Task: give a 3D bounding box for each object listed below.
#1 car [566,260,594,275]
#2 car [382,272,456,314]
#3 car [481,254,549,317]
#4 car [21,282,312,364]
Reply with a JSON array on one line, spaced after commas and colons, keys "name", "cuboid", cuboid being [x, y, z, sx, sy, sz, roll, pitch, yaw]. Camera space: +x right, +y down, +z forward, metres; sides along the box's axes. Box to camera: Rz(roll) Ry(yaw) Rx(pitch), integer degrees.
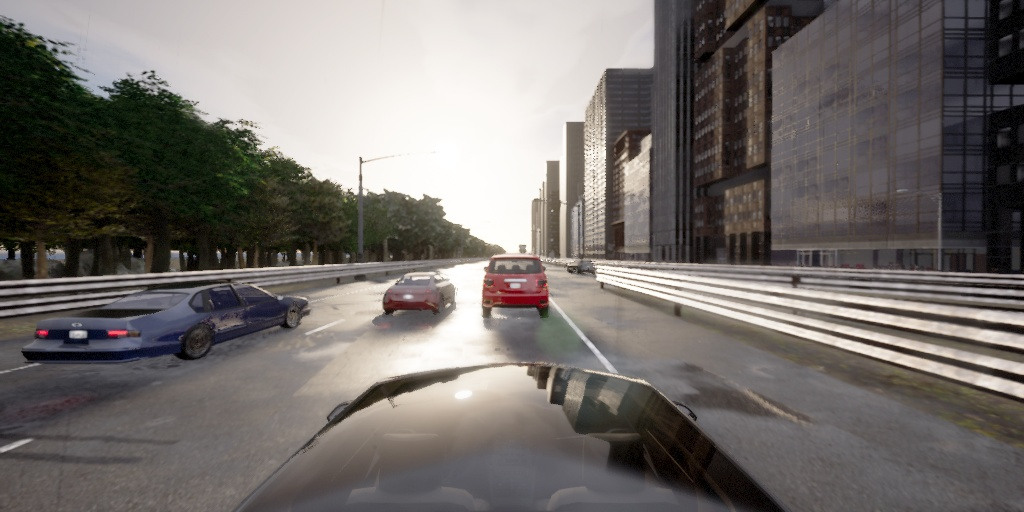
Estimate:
[{"name": "car", "cuboid": [7.614, 1.208, 40.180, 2.033, 1.649, 4.856, 0, 0, -11]}, {"name": "car", "cuboid": [-3.394, 1.312, 13.772, 1.994, 1.385, 4.181, 0, 0, 0]}, {"name": "car", "cuboid": [0.104, 0.969, 13.250, 2.150, 2.045, 5.566, 0, 0, 0]}, {"name": "car", "cuboid": [-6.898, 1.296, 8.212, 2.033, 1.411, 5.357, 0, 0, 0]}]
